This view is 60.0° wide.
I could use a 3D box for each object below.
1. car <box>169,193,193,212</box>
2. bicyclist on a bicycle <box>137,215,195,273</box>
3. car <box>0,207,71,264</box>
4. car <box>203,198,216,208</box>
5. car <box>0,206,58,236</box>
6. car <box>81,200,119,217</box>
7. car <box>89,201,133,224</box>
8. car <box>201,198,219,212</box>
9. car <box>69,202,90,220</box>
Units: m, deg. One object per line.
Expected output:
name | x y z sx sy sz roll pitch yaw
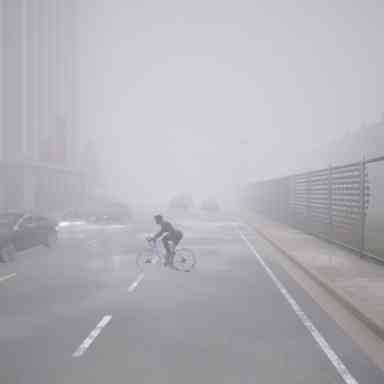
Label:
car | -1.414 1.352 38.610 2.097 1.767 4.553 0 0 3
bicyclist on a bicycle | -0.740 1.452 9.203 1.656 1.620 0.582 -2 0 3
car | -6.541 1.492 11.957 2.128 1.511 4.902 0 0 3
car | 2.654 1.600 49.364 1.895 1.301 4.718 0 0 4
car | -9.654 1.564 19.162 1.994 1.385 4.181 0 0 3
car | -8.883 1.547 32.632 2.033 1.411 5.357 0 0 4
car | -5.814 1.506 25.148 1.837 1.490 4.892 0 0 3
car | 2.099 1.563 38.674 1.994 1.385 4.181 0 0 3
car | -9.093 1.564 27.683 1.994 1.385 4.181 0 0 3
